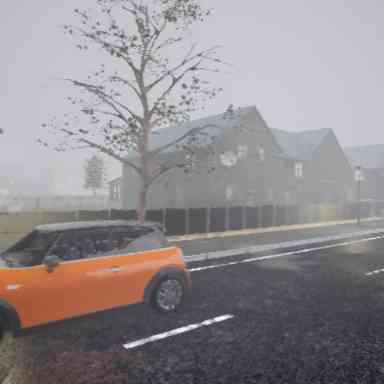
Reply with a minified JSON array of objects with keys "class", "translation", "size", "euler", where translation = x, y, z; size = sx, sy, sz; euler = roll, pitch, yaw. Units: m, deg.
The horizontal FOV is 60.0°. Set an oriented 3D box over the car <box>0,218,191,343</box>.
[{"class":"car","translation":[-2.298,1.339,5.964],"size":[4.553,1.767,2.097],"euler":[0,0,-36]}]
